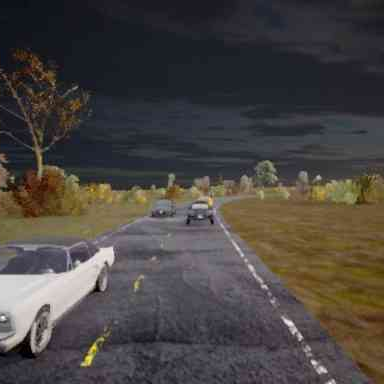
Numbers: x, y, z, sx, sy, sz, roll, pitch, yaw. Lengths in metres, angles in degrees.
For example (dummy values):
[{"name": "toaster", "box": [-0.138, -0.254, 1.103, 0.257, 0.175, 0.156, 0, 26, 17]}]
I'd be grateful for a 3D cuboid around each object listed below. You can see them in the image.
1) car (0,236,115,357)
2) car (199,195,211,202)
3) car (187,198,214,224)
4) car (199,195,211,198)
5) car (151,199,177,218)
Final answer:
[{"name": "car", "box": [-2.912, 1.576, 6.113, 1.895, 1.301, 4.718, 0, 0, 1]}, {"name": "car", "box": [2.719, 1.271, 70.004, 1.895, 1.301, 4.718, 0, 0, 11]}, {"name": "car", "box": [0.590, 1.422, 23.922, 1.812, 1.442, 4.674, 0, 0, 1]}, {"name": "car", "box": [1.719, 1.290, 42.869, 1.882, 1.535, 5.008, 0, 0, 5]}, {"name": "car", "box": [-2.413, 1.379, 29.128, 1.837, 1.490, 4.892, 0, 0, 2]}]
